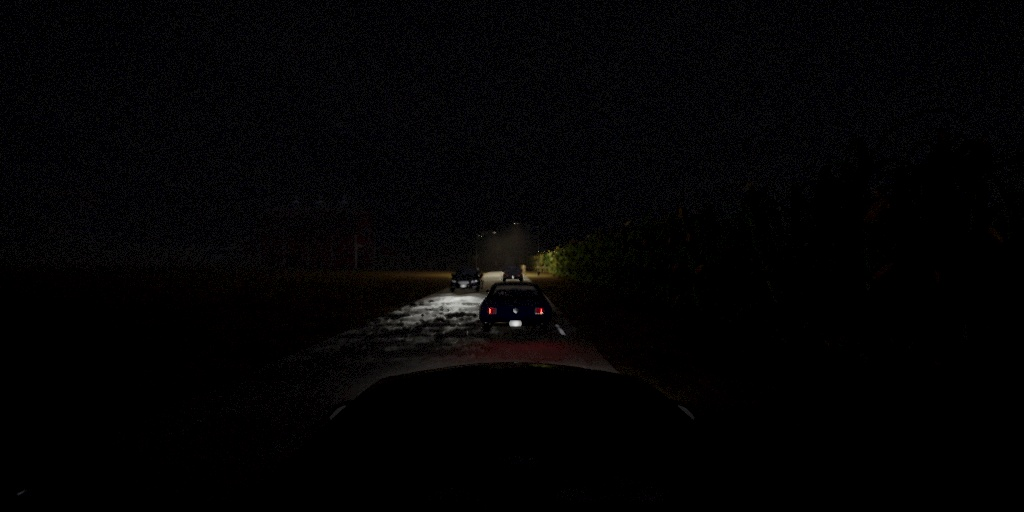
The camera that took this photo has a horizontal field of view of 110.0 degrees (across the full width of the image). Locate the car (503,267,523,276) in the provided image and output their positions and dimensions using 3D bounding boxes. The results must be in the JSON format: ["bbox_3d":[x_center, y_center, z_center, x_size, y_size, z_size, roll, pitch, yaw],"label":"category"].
[{"bbox_3d":[0.090,1.739,34.862,1.812,1.442,4.674,0,-1,0],"label":"car"}]

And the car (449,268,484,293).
[{"bbox_3d":[-2.858,1.521,23.474,2.128,1.511,4.902,0,-1,0],"label":"car"}]

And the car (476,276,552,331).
[{"bbox_3d":[0.097,1.473,11.441,1.895,1.301,4.718,0,-1,0],"label":"car"}]
